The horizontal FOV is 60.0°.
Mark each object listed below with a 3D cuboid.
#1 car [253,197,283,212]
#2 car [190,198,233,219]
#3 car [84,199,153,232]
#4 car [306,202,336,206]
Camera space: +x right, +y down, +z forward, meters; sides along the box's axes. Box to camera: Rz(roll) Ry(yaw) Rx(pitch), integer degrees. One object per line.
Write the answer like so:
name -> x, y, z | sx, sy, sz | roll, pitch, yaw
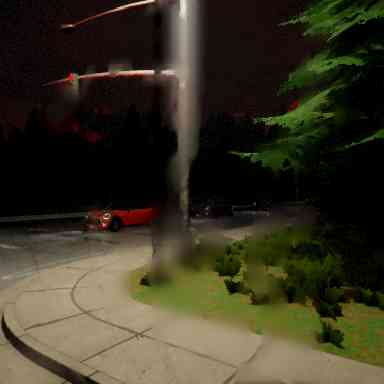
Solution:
car -> 8.919, 1.329, 38.883 | 2.097, 1.767, 4.553 | 0, 0, 36
car -> 1.726, 1.325, 28.684 | 2.097, 1.767, 4.553 | 0, 0, 35
car -> -4.223, 1.325, 20.087 | 2.097, 1.767, 4.553 | 0, 0, 35
car -> 16.413, 1.195, 42.900 | 2.150, 2.045, 5.566 | 0, 0, 36
